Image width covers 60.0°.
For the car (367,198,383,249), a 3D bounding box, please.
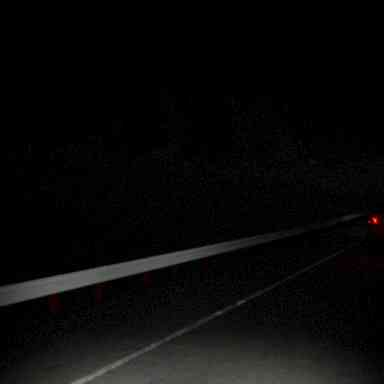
[{"bbox_3d":[9.033,1.295,14.222,2.150,2.045,5.566,0,-1,37],"label":"car"}]
